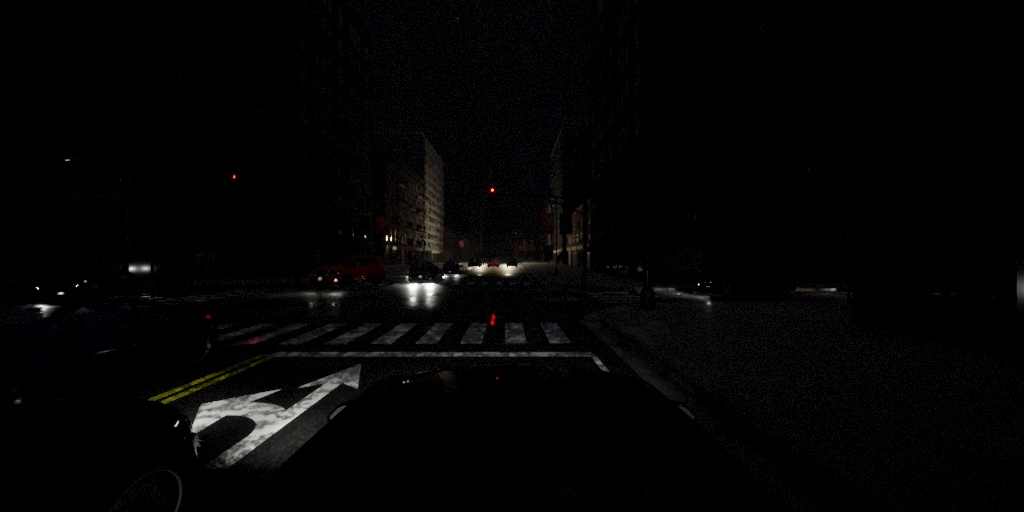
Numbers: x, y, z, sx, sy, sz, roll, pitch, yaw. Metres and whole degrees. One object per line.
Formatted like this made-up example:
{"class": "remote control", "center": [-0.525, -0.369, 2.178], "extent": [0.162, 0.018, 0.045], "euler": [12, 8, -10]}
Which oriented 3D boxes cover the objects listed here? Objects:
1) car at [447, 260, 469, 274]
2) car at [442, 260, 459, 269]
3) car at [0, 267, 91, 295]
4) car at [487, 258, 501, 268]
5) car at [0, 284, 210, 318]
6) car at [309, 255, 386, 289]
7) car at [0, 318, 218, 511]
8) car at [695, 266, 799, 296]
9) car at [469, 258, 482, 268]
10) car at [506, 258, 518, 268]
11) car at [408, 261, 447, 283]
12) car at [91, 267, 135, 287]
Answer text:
{"class": "car", "center": [-6.593, 1.288, 40.703], "extent": [2.033, 1.411, 5.357], "euler": [0, 0, 0]}
{"class": "car", "center": [-9.824, 1.297, 57.376], "extent": [1.994, 1.385, 4.181], "euler": [0, 0, 0]}
{"class": "car", "center": [-22.895, 1.288, 16.100], "extent": [5.357, 1.411, 2.033], "euler": [0, 0, 0]}
{"class": "car", "center": [-3.242, 1.332, 62.608], "extent": [1.895, 1.301, 4.718], "euler": [0, 0, 0]}
{"class": "car", "center": [-6.599, 1.313, 5.090], "extent": [1.994, 1.385, 4.181], "euler": [0, 0, 0]}
{"class": "car", "center": [-10.713, 0.981, 23.939], "extent": [2.150, 2.045, 5.566], "euler": [1, 0, 14]}
{"class": "car", "center": [-3.245, 1.276, 0.749], "extent": [1.812, 1.442, 4.674], "euler": [0, 0, 0]}
{"class": "car", "center": [12.459, 1.292, 19.202], "extent": [4.892, 1.490, 1.837], "euler": [0, 0, 2]}
{"class": "car", "center": [-6.542, 1.083, 62.888], "extent": [2.097, 1.767, 4.553], "euler": [0, 0, 0]}
{"class": "car", "center": [0.008, 1.236, 62.161], "extent": [1.837, 1.490, 4.892], "euler": [0, 0, 0]}
{"class": "car", "center": [-6.596, 1.310, 27.801], "extent": [1.994, 1.385, 4.181], "euler": [0, 0, 0]}
{"class": "car", "center": [-25.372, 1.327, 21.598], "extent": [4.313, 1.339, 1.948], "euler": [0, 0, 0]}
